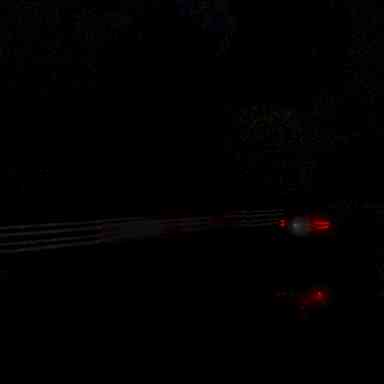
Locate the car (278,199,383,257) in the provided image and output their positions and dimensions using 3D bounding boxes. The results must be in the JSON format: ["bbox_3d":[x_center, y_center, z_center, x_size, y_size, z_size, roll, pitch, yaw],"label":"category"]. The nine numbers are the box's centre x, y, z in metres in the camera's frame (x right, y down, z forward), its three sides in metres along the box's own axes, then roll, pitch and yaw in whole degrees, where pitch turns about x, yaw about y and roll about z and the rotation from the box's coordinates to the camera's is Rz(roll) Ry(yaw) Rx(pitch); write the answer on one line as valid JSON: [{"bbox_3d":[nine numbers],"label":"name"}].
[{"bbox_3d":[5.822,1.303,13.605,5.566,2.045,2.150,-1,-1,-40],"label":"car"}]
